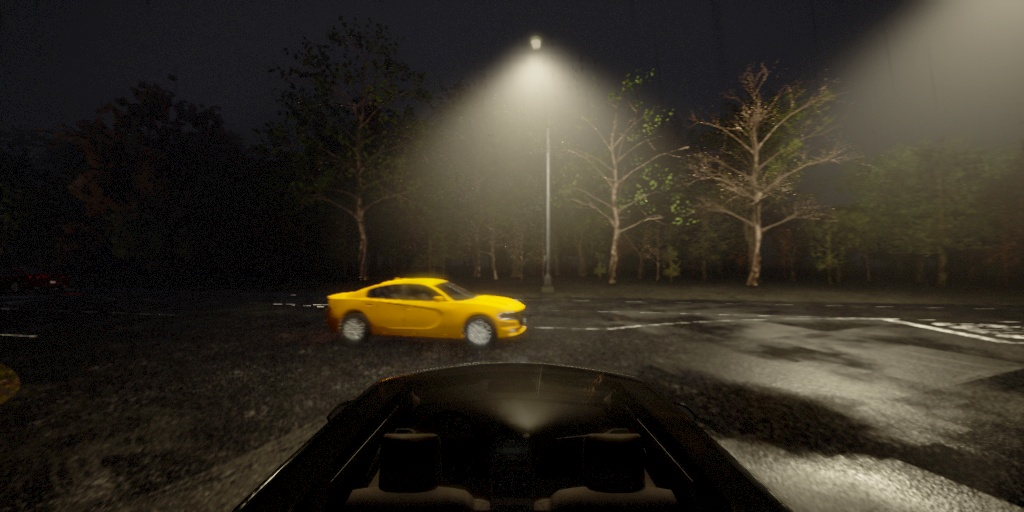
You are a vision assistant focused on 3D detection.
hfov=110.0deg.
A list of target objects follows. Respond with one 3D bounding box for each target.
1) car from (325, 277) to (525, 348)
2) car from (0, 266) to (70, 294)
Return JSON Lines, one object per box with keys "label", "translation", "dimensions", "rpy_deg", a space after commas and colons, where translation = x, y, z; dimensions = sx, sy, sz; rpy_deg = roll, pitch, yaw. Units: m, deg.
{"label": "car", "translation": [-2.161, 1.311, 9.152], "dimensions": [5.008, 1.535, 1.882], "rpy_deg": [0, 0, 10]}
{"label": "car", "translation": [-29.153, 1.382, 21.351], "dimensions": [5.008, 1.535, 1.882], "rpy_deg": [0, -1, 11]}
